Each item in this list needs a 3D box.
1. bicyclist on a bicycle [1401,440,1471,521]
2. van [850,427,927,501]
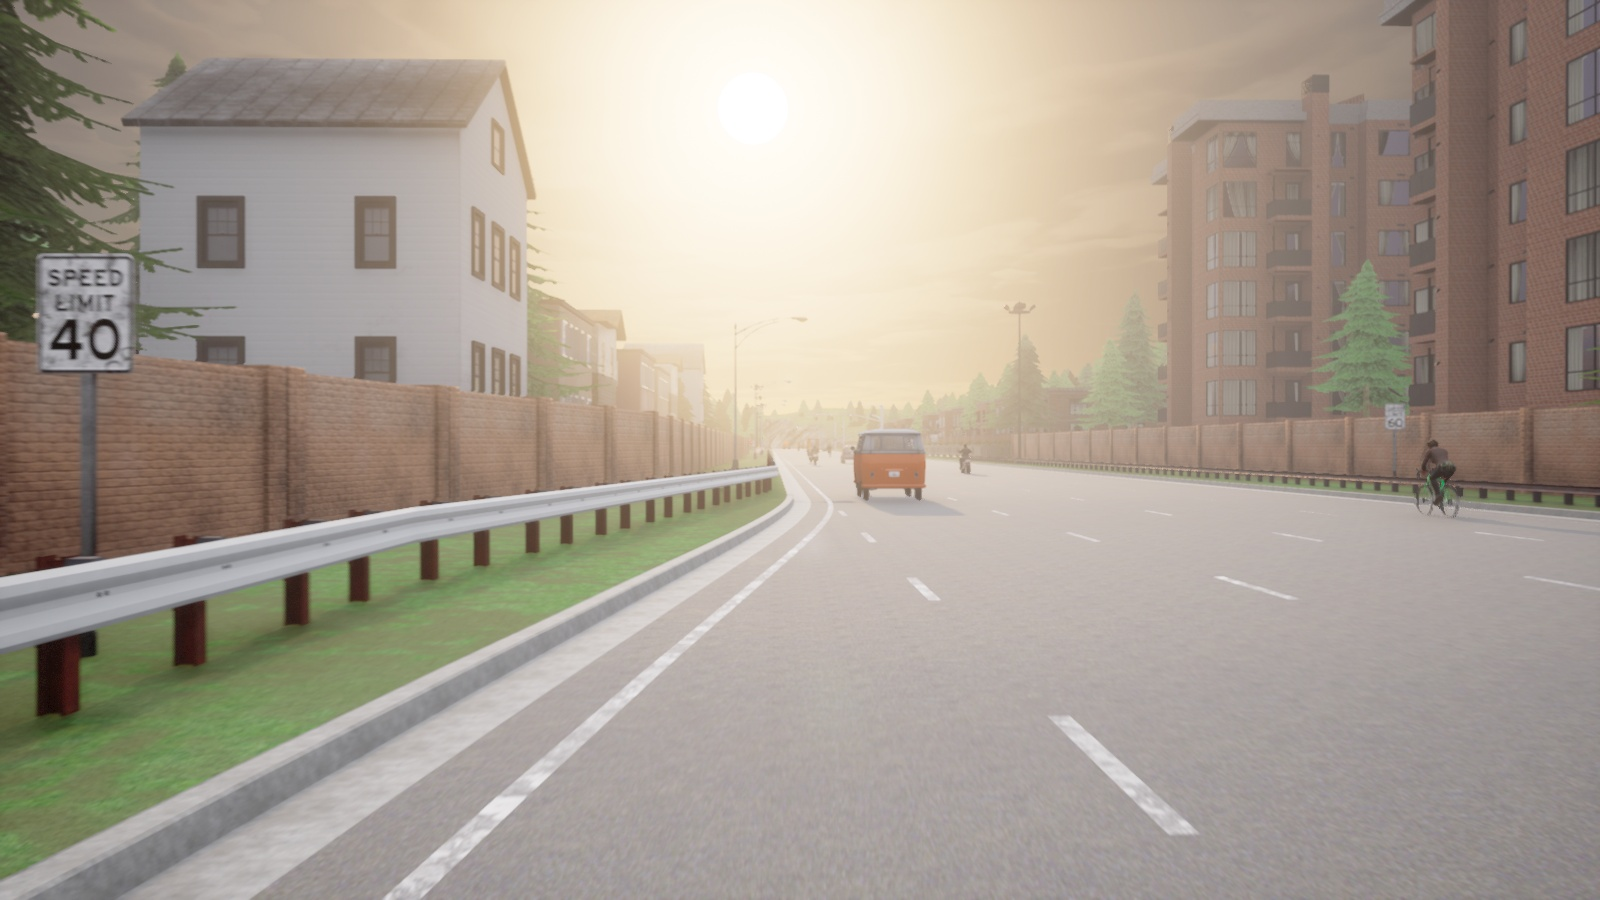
[{"bbox_3d":[13.214,0.618,26.132,0.582,1.620,1.656,0,0,-1],"label":"bicyclist on a bicycle"},{"bbox_3d":[2.475,0.369,36.000,1.775,1.987,4.442,0,0,-1],"label":"van"}]
